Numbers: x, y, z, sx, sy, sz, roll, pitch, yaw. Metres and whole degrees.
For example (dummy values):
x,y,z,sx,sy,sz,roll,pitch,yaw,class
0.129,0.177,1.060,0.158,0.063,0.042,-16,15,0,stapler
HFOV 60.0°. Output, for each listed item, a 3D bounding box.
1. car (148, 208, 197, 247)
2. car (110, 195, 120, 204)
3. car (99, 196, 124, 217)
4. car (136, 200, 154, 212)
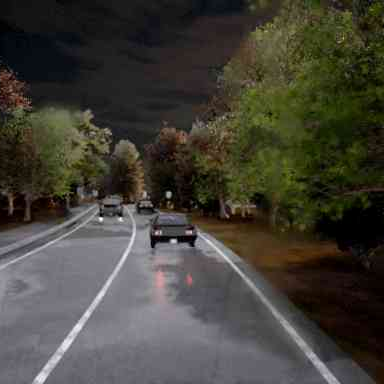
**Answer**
x,y,z,sx,sy,sz,roll,pitch,yaw,class
-0.985,1.635,15.238,1.895,1.301,4.718,0,0,-7,car
-16.460,1.575,71.008,2.097,1.767,4.553,1,-3,-13,car
-7.552,1.353,31.271,2.097,1.767,4.553,1,0,-12,car
-5.616,1.602,39.541,2.033,1.411,5.357,1,0,-12,car
